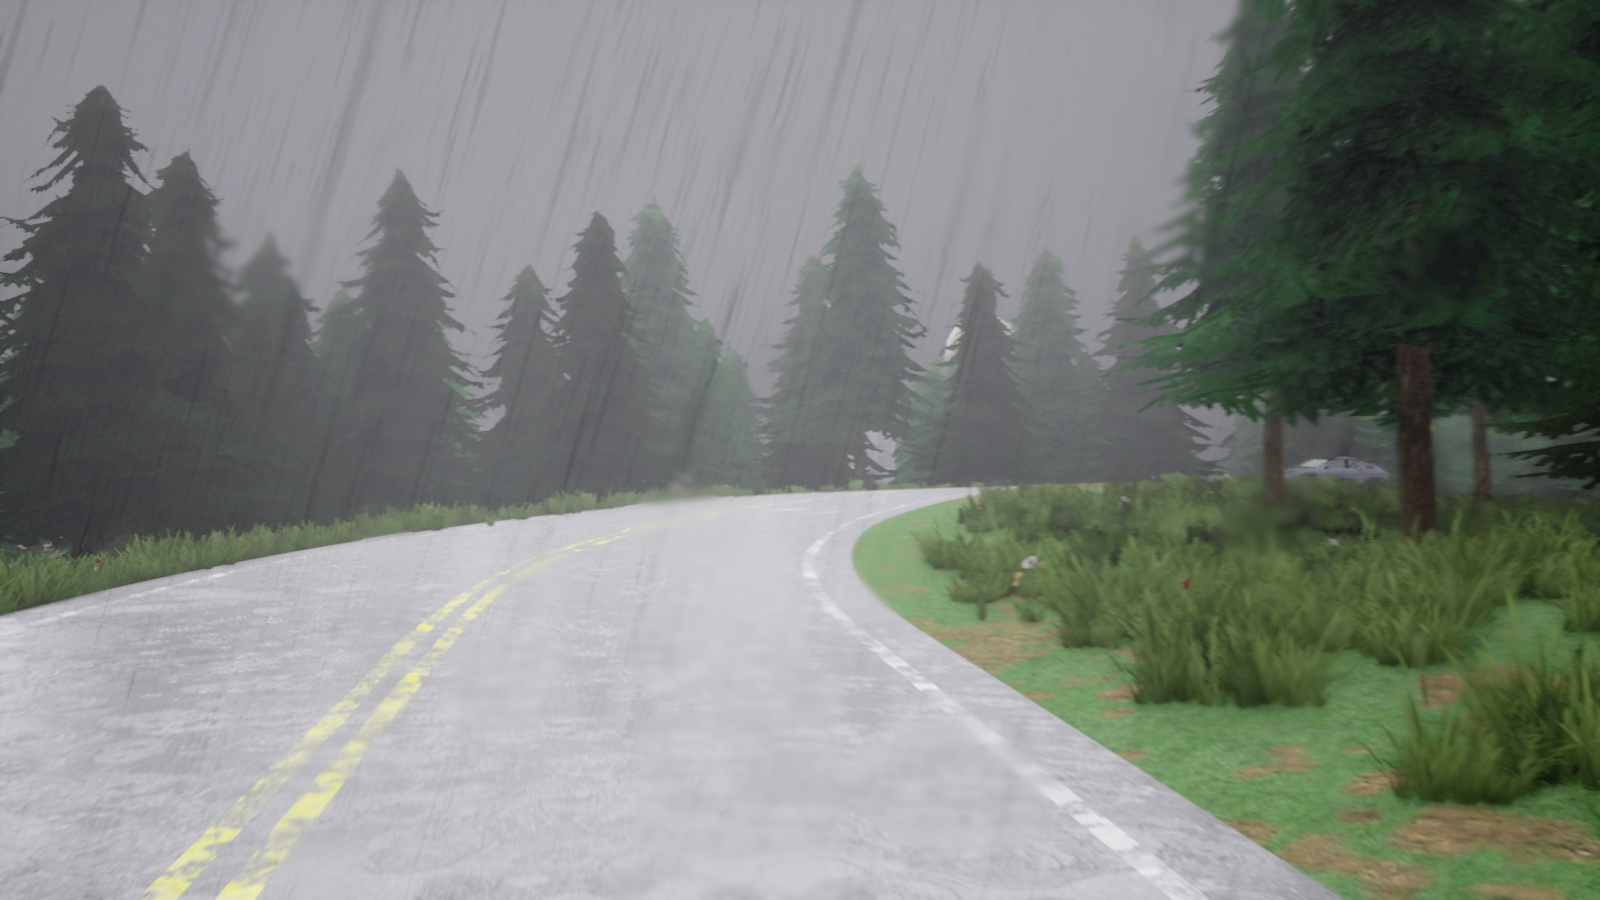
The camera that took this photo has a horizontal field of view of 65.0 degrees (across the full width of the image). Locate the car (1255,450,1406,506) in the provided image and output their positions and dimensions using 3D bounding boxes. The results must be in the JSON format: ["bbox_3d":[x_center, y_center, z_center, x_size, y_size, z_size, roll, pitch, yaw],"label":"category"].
[{"bbox_3d":[19.425,1.072,46.008,4.856,1.649,2.033,4,-5,-15],"label":"car"}]
